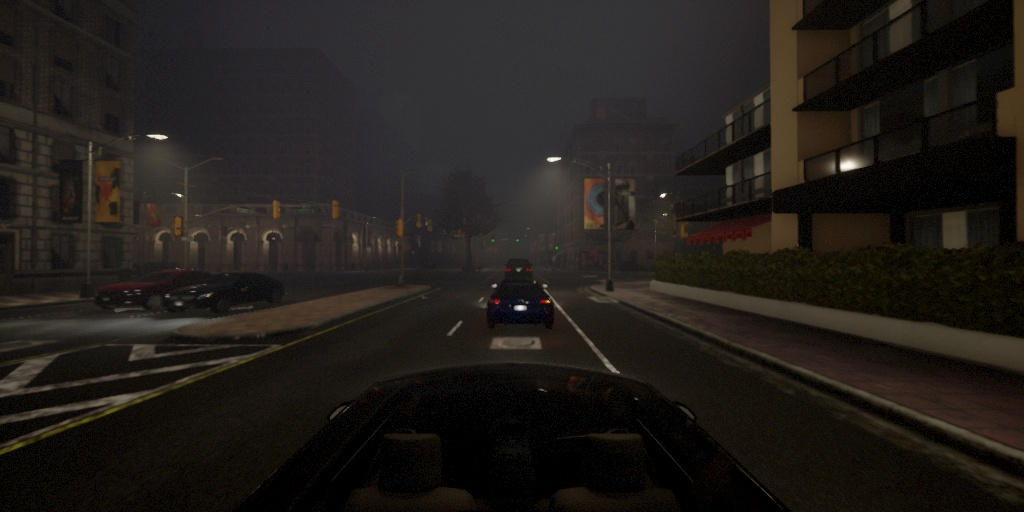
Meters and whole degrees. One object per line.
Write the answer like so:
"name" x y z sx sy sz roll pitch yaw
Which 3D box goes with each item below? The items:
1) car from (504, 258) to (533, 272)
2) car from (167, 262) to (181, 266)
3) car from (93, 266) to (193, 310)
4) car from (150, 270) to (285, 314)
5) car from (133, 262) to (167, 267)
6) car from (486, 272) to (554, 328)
"car" 0.546 1.223 29.845 2.150 2.045 5.566 0 -1 1
"car" -36.689 1.411 38.205 4.553 1.767 2.097 0 -1 1
"car" -14.816 1.345 15.642 1.882 1.535 5.008 0 -1 1
"car" -11.343 1.385 14.599 1.812 1.442 4.674 0 -1 2
"car" -36.930 1.533 34.701 4.892 1.490 1.837 0 -1 1
"car" 0.256 1.405 11.829 1.994 1.385 4.181 0 0 1
